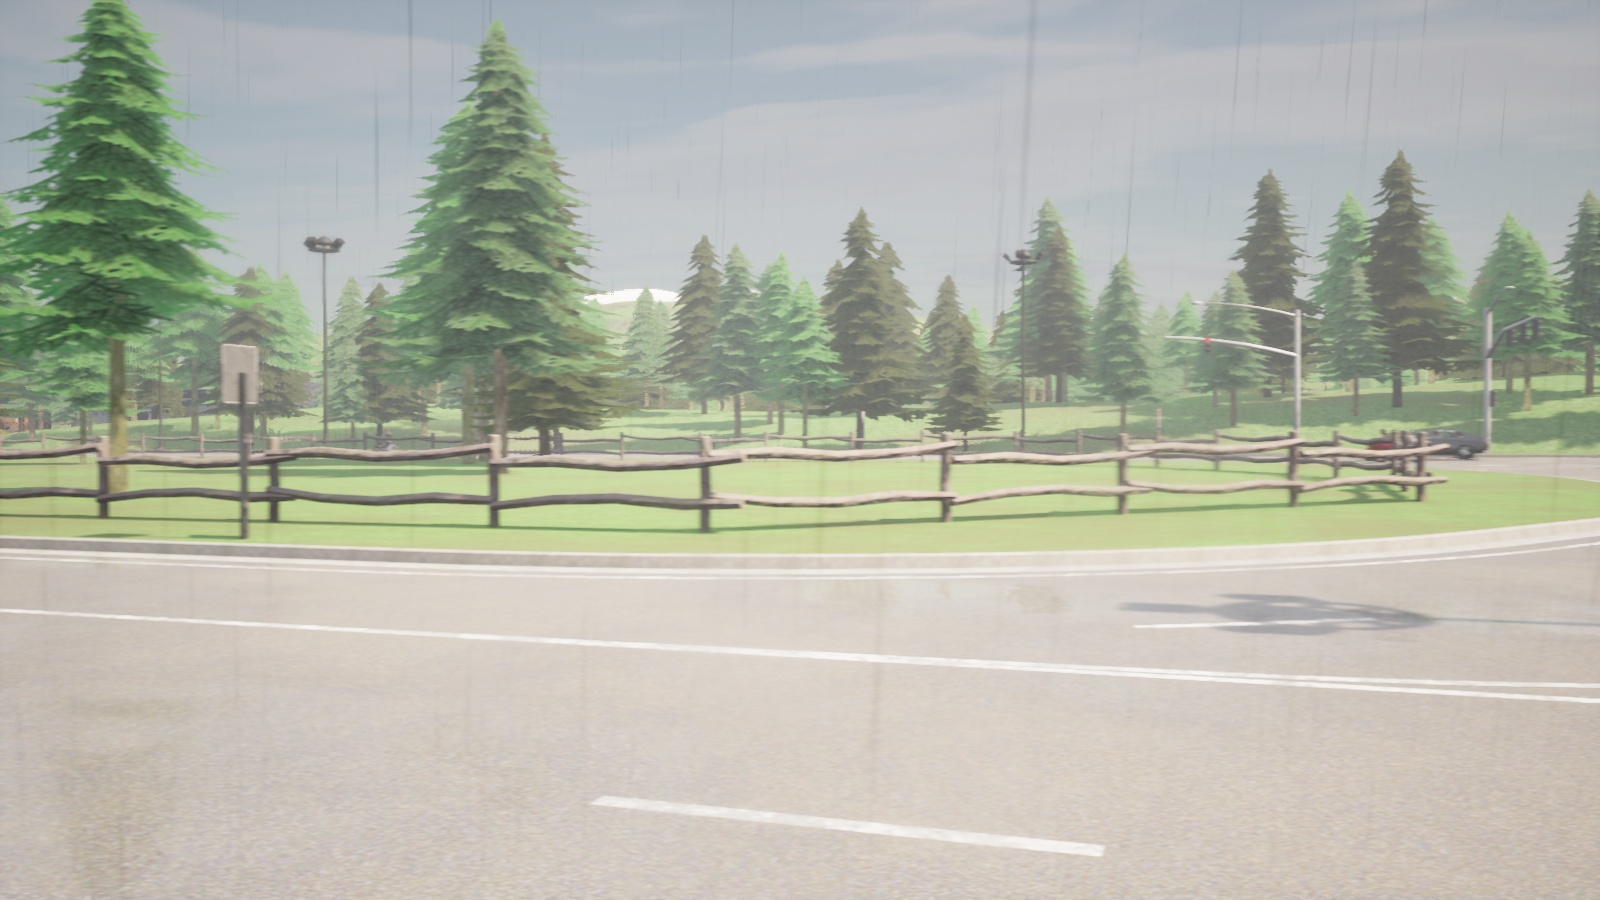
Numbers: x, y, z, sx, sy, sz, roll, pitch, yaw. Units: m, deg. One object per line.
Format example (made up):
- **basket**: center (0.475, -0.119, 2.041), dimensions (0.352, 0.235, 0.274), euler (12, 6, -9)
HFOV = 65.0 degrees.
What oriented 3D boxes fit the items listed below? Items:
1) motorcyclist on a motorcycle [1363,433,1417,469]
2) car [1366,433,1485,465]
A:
- **motorcyclist on a motorcycle**: center (25.830, 0.026, 55.017), dimensions (2.044, 1.523, 0.797), euler (1, 1, 19)
- **car**: center (30.242, -0.078, 60.909), dimensions (4.902, 1.511, 2.128), euler (1, 1, 19)
